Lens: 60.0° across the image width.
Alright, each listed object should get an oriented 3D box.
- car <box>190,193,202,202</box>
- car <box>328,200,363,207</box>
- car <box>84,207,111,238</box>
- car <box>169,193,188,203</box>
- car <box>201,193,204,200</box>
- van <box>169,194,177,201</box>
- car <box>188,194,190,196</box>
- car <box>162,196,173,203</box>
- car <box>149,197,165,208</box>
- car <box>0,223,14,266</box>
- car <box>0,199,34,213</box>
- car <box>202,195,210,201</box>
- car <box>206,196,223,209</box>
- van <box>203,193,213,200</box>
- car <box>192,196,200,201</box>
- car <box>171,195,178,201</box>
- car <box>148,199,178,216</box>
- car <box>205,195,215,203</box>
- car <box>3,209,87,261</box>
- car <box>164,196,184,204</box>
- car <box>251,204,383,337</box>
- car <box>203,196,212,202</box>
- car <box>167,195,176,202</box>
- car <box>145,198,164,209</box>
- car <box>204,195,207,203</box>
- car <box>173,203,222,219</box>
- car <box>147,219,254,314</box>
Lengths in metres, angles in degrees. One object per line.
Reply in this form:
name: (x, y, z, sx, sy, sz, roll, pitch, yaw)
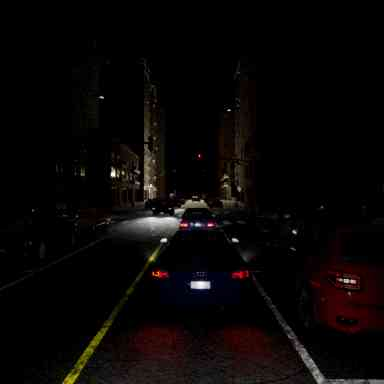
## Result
car: (0.944, 1.564, 74.229, 2.033, 1.411, 5.357, 0, 0, 1)
car: (13.988, 1.502, 31.920, 4.553, 1.767, 2.097, 0, -1, 1)
car: (-5.634, 1.529, 17.782, 1.752, 1.417, 4.829, 1, 0, 1)
car: (-2.354, 1.368, 58.018, 2.097, 1.767, 4.553, 0, 0, 1)
car: (3.525, 1.335, 67.545, 2.192, 1.841, 5.009, 1, 0, 1)
van: (-4.784, 1.371, 84.677, 1.690, 1.788, 3.998, 1, 0, 1)
car: (-2.128, 1.565, 69.514, 2.033, 1.411, 5.357, 0, 0, 1)
car: (-5.002, 1.602, 67.660, 1.802, 1.307, 4.206, 1, 0, 1)
car: (-5.218, 1.557, 50.642, 1.887, 1.381, 4.507, 1, 0, 1)
car: (-5.776, 1.527, 6.534, 1.752, 1.417, 4.829, 1, 0, 1)
car: (-16.425, 1.342, 29.272, 4.902, 1.511, 2.128, 1, -1, 1)
car: (3.810, 1.599, 90.236, 1.947, 1.339, 4.313, 1, 0, 1)
car: (3.235, 1.593, 44.853, 1.802, 1.307, 4.206, 1, 0, 1)
van: (3.453, 1.358, 61.872, 1.690, 1.788, 3.998, 1, 0, 1)
car: (1.068, 1.625, 84.928, 1.895, 1.301, 4.718, 0, 0, 1)
car: (-4.715, 1.615, 90.349, 1.802, 1.307, 4.206, 1, 0, 1)
car: (-2.689, 1.606, 32.094, 1.895, 1.301, 4.718, 1, -1, 1)
car: (3.307, 1.594, 50.526, 1.802, 1.307, 4.206, 1, 0, 1)
car: (-5.703, 1.547, 12.328, 1.887, 1.381, 4.507, 1, 0, 1)
car: (-2.505, 1.612, 47.315, 1.895, 1.301, 4.718, 0, 0, 1)
car: (2.753, 1.316, 6.587, 2.192, 1.841, 5.009, 1, 0, 1)
car: (3.666, 1.608, 78.890, 1.802, 1.307, 4.206, 1, 0, 1)
car: (-4.857, 1.466, 79.004, 1.967, 1.590, 4.097, 1, 0, 1)
car: (-5.289, 1.555, 44.970, 1.887, 1.381, 4.507, 1, 0, 1)
car: (3.379, 1.596, 56.199, 1.802, 1.307, 4.206, 1, 0, 1)
car: (0.269, 1.551, 17.776, 2.033, 1.411, 5.357, 0, 0, 0)
car: (0.175, 1.566, 7.712, 1.994, 1.385, 4.181, 0, 0, 1)
